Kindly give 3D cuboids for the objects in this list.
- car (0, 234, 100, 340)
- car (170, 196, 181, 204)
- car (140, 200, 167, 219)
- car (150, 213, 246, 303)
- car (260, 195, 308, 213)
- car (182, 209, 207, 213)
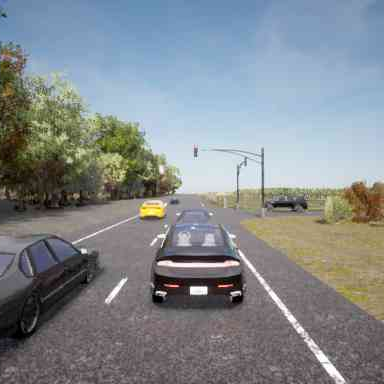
[{"bbox_3d":[-3.386,1.549,6.495,2.033,1.411,5.357,0,0,0],"label":"car"},{"bbox_3d":[-3.255,1.551,65.514,2.033,1.411,5.357,0,0,0],"label":"car"},{"bbox_3d":[-3.335,1.484,29.402,1.882,1.535,5.008,0,0,0],"label":"car"},{"bbox_3d":[0.118,1.494,8.184,2.128,1.511,4.902,0,0,0],"label":"car"},{"bbox_3d":[10.954,1.405,39.735,5.566,2.045,2.150,1,-1,7],"label":"car"},{"bbox_3d":[0.137,1.568,17.101,1.994,1.385,4.181,0,0,0],"label":"car"}]
